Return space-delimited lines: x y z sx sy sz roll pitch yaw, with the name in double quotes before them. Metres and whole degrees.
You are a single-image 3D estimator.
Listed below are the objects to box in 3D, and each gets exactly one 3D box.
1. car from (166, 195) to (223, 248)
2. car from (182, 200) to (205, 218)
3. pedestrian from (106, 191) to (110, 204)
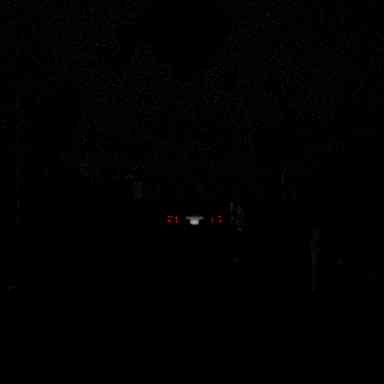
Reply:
"car" 0.109 1.122 14.283 2.150 2.045 5.566 0 0 0
"car" 0.082 1.400 29.167 1.895 1.301 4.718 0 0 -1
"pedestrian" -12.159 0.806 47.991 0.375 1.860 0.375 0 -1 0
